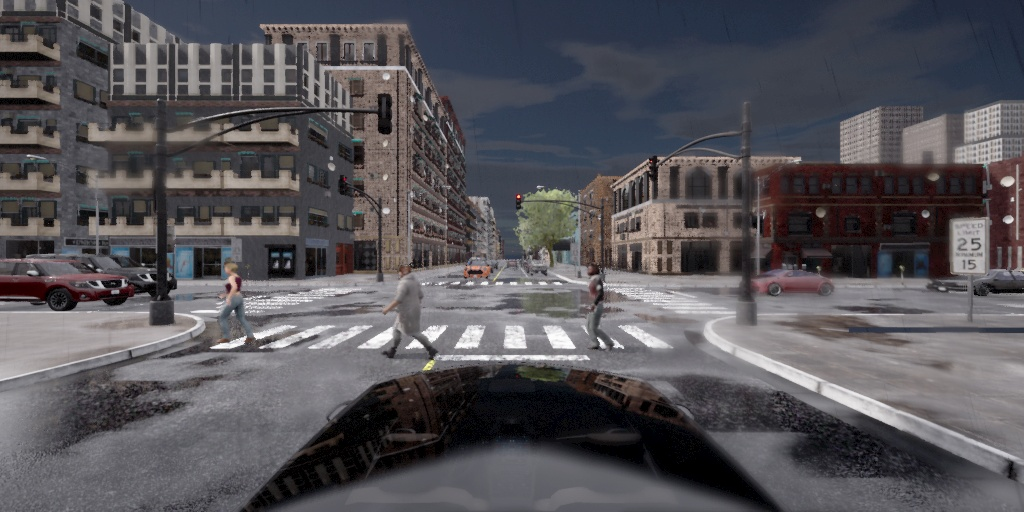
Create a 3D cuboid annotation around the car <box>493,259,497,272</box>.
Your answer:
[{"bbox_3d":[-3.092,1.293,42.880,1.837,1.490,4.892,0,0,0],"label":"car"}]

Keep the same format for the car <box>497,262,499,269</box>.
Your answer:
[{"bbox_3d":[-3.086,1.312,56.078,1.837,1.490,4.892,0,1,0],"label":"car"}]

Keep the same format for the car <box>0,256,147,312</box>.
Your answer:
[{"bbox_3d":[-17.276,1.013,13.321,5.009,1.841,2.192,0,0,0],"label":"car"}]

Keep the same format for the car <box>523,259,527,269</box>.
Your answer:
[{"bbox_3d":[2.694,1.228,42.735,1.967,1.591,4.097,0,0,0],"label":"car"}]

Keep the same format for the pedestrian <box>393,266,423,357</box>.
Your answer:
[{"bbox_3d":[-1.995,1.044,6.895,0.375,1.860,0.375,0,0,0],"label":"pedestrian"}]

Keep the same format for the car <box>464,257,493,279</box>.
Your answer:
[{"bbox_3d":[-3.092,1.124,32.487,2.097,1.767,4.553,0,0,0],"label":"car"}]

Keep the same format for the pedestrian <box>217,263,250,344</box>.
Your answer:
[{"bbox_3d":[-6.298,1.044,8.098,0.375,1.860,0.375,0,0,0],"label":"pedestrian"}]

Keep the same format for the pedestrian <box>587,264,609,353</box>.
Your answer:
[{"bbox_3d":[1.747,1.044,7.495,0.375,1.860,0.375,0,0,0],"label":"pedestrian"}]

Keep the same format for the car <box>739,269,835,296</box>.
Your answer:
[{"bbox_3d":[14.720,1.387,19.335,4.181,1.385,1.994,0,0,0],"label":"car"}]

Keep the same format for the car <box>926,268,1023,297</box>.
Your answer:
[{"bbox_3d":[25.971,1.421,19.412,5.357,1.411,2.033,0,0,0],"label":"car"}]

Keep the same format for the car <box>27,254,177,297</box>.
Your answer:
[{"bbox_3d":[-18.309,0.917,15.901,5.566,2.045,2.150,0,0,0],"label":"car"}]

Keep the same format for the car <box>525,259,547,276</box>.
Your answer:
[{"bbox_3d":[2.693,1.330,37.038,2.007,1.370,4.403,0,0,0],"label":"car"}]

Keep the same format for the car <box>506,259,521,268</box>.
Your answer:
[{"bbox_3d":[0.005,1.319,63.395,2.128,1.511,4.902,0,0,0],"label":"car"}]
